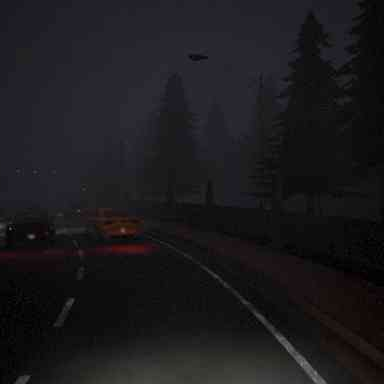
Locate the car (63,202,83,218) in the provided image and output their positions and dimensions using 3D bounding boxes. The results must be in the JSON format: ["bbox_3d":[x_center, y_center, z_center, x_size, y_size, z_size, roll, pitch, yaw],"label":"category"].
[{"bbox_3d":[-10.419,1.570,29.901,1.994,1.385,4.181,0,0,-25],"label":"car"}]

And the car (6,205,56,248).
[{"bbox_3d":[-7.154,1.531,14.848,1.812,1.442,4.674,0,0,-25],"label":"car"}]

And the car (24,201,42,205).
[{"bbox_3d":[-13.581,1.531,28.401,1.812,1.442,4.674,0,0,-25],"label":"car"}]

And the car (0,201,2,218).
[{"bbox_3d":[-16.752,1.324,26.920,2.150,2.045,5.566,0,0,-25],"label":"car"}]

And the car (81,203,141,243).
[{"bbox_3d":[-3.992,1.483,16.348,1.882,1.535,5.008,0,0,-25],"label":"car"}]
